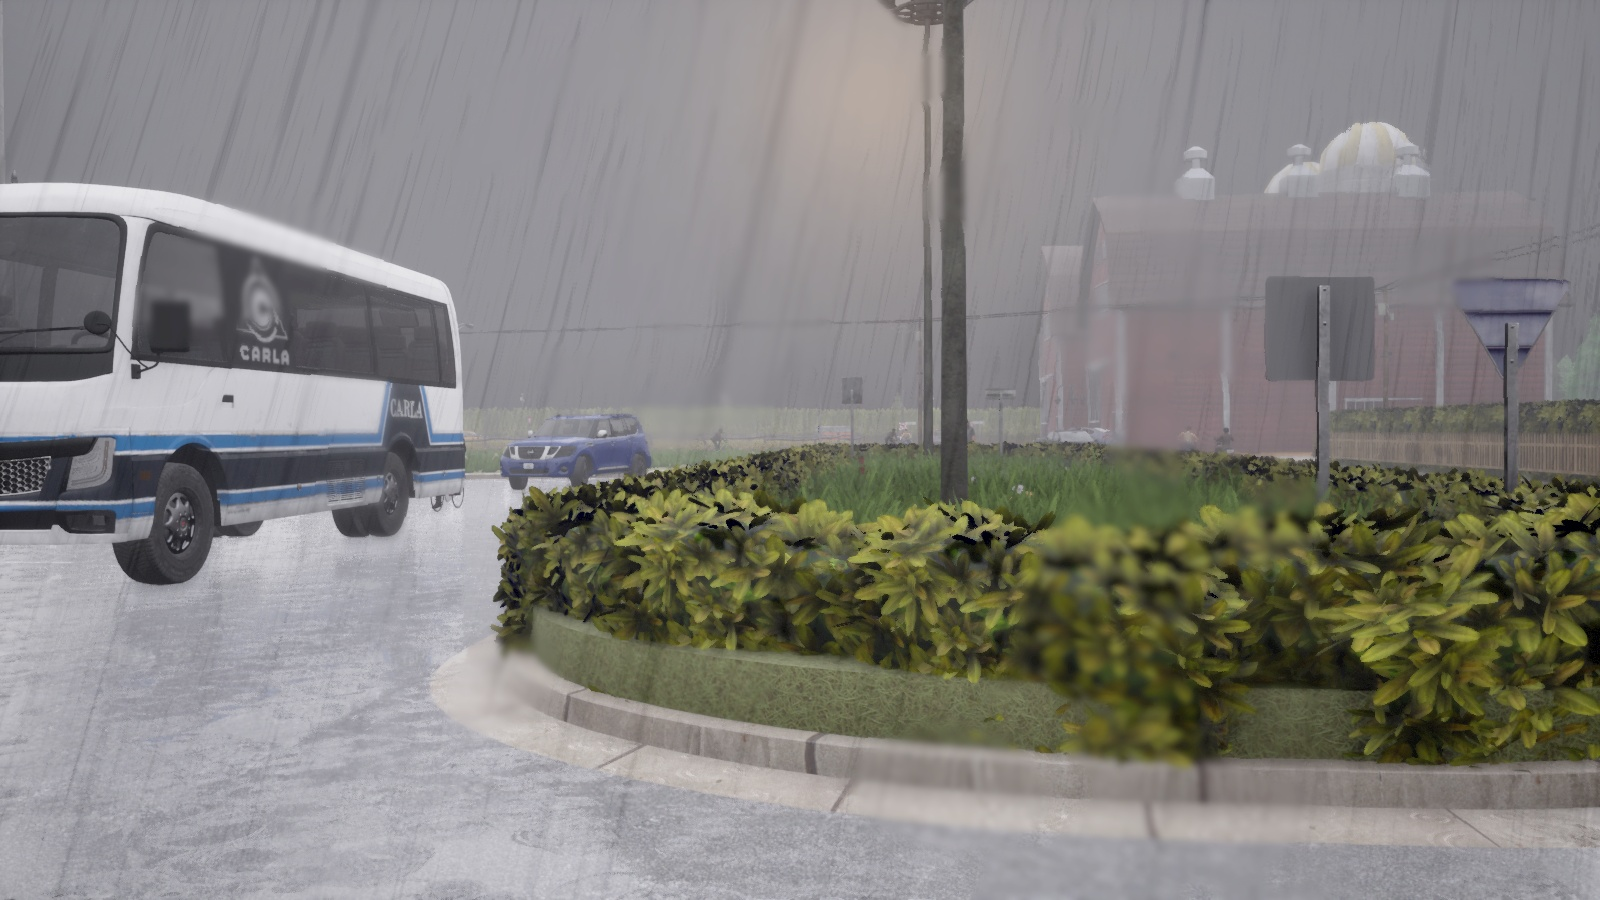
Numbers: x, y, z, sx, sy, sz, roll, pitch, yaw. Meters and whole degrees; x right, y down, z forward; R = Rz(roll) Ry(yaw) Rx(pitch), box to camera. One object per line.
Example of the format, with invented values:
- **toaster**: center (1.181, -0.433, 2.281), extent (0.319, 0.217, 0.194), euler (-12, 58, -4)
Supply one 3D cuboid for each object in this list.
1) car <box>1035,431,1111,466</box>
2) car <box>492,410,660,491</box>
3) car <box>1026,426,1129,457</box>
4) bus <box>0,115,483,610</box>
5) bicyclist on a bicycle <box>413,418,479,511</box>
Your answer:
- **car**: center (12.728, -0.109, 58.846), extent (2.163, 1.488, 4.792), euler (0, 2, -5)
- **car**: center (-6.077, -0.036, 34.914), extent (2.150, 2.045, 5.566), euler (1, 1, 19)
- **car**: center (15.111, -0.494, 68.445), extent (5.027, 1.651, 2.152), euler (1, 1, 38)
- **bus**: center (-7.655, -0.836, 16.062), extent (3.944, 4.253, 10.273), euler (0, 1, 4)
- **bicyclist on a bicycle**: center (-6.991, 0.272, 24.884), extent (0.659, 1.776, 1.843), euler (0, 1, 5)
